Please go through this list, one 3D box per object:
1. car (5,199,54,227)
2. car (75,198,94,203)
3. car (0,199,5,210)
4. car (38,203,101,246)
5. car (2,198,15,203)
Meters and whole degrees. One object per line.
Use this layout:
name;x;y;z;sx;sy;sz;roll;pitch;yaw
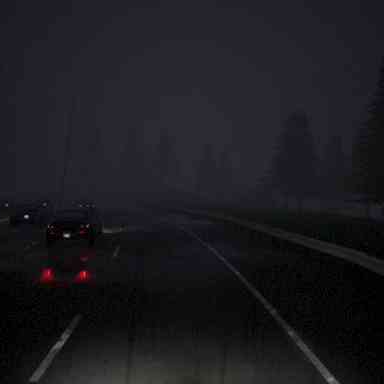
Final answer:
car;-10.393;1.431;21.715;1.994;1.385;4.181;0;0;-16
car;-10.673;1.331;33.037;2.033;1.411;5.357;0;0;-23
car;-13.917;1.405;21.444;1.812;1.442;4.674;0;0;-16
car;-5.146;1.429;14.815;1.812;1.442;4.674;0;0;-10
car;-20.319;1.347;36.723;1.994;1.385;4.181;0;0;-27
